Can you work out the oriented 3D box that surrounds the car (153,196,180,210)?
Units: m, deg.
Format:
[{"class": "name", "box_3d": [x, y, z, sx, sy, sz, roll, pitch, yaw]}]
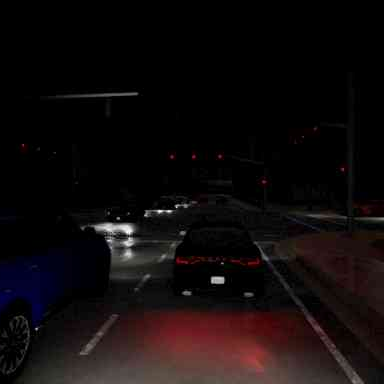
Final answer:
[{"class": "car", "box_3d": [-3.292, 1.547, 43.625, 2.033, 1.411, 5.357, 0, 0, 5]}]

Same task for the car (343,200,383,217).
[{"class": "car", "box_3d": [16.775, 1.478, 30.962, 5.008, 1.535, 1.882, 0, 0, 5]}]

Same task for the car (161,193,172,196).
[{"class": "car", "box_3d": [-4.832, 1.224, 66.548, 2.150, 2.045, 5.566, 0, 0, 5]}]

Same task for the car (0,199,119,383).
[{"class": "car", "box_3d": [-3.069, 1.221, 5.509, 2.150, 2.045, 5.566, 0, 0, 3]}]

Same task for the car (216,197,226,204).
[{"class": "car", "box_3d": [5.672, 1.564, 64.693, 1.994, 1.385, 4.181, 0, 0, 5]}]

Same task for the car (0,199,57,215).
[{"class": "car", "box_3d": [-16.454, 1.478, 33.427, 5.008, 1.535, 1.882, 0, 1, 1]}]

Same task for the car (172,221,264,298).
[{"class": "car", "box_3d": [0.654, 1.478, 8.615, 1.882, 1.535, 5.008, 0, 0, 4]}]

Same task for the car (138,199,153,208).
[{"class": "car", "box_3d": [-6.635, 1.601, 45.650, 1.895, 1.301, 4.718, 0, 0, 5]}]

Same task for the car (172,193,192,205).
[{"class": "car", "box_3d": [-1.773, 1.223, 61.568, 2.150, 2.045, 5.566, 0, 0, 5]}]

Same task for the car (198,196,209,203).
[{"class": "car", "box_3d": [2.300, 1.525, 66.393, 1.812, 1.442, 4.674, 0, 0, 5]}]

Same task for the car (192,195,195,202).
[{"class": "car", "box_3d": [-0.446, 1.348, 76.886, 2.097, 1.767, 4.553, 0, 0, 5]}]

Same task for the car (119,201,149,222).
[{"class": "car", "box_3d": [-5.051, 1.601, 26.087, 1.895, 1.301, 4.718, 0, 0, 6]}]
